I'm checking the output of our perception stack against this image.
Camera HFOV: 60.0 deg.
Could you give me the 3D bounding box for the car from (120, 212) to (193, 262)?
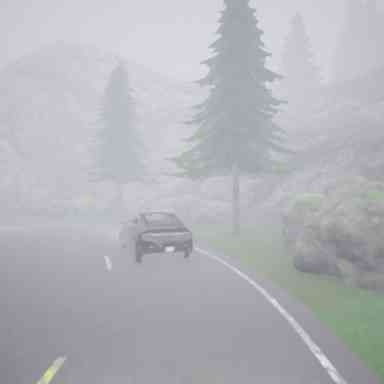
[{"bbox_3d":[-1.461,1.473,12.161,2.128,1.511,4.902,0,0,-19],"label":"car"}]
